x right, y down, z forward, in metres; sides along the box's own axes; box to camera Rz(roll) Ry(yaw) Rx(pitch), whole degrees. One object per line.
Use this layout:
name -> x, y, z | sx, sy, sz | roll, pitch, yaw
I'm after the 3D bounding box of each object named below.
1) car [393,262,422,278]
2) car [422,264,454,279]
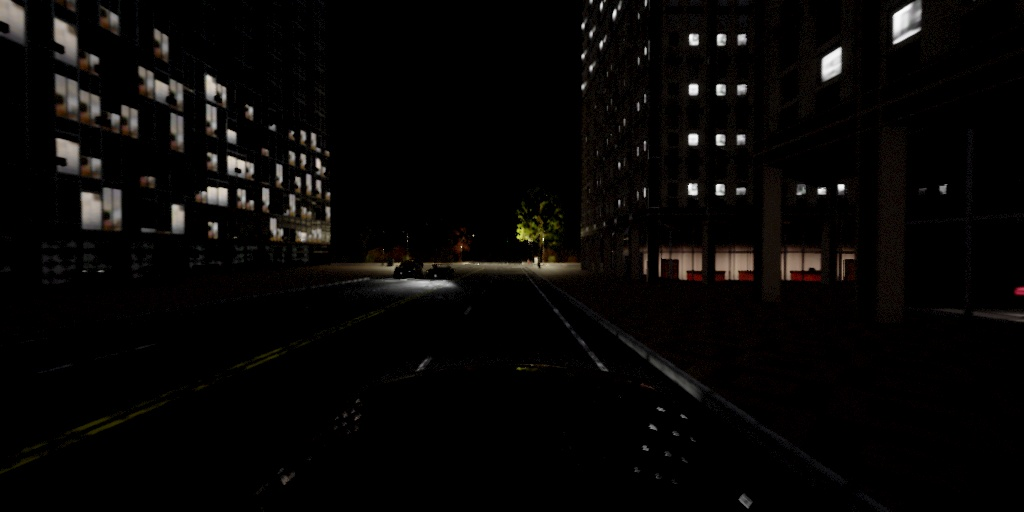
car -> -9.842, 1.309, 34.258 | 1.837, 1.490, 4.892 | 0, 0, 0
car -> -6.595, 1.404, 33.128 | 1.895, 1.301, 4.718 | 0, 0, 0
